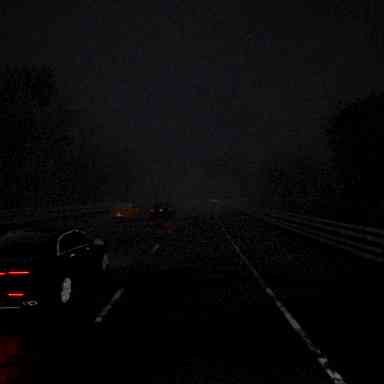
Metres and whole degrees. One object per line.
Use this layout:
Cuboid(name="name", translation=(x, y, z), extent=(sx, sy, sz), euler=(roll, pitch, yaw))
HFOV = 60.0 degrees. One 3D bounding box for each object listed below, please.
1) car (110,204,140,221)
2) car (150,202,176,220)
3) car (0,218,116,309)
Cuboid(name="car", translation=(-6.283, 1.873, 31.622), extent=(1.882, 1.535, 5.008), euler=(0, -1, 2))
Cuboid(name="car", translation=(-2.744, 1.759, 32.616), extent=(2.097, 1.767, 4.553), euler=(0, -1, 3))
Cuboid(name="car", translation=(-3.420, 1.602, 8.057), extent=(1.837, 1.490, 4.892), euler=(0, -1, 1))
